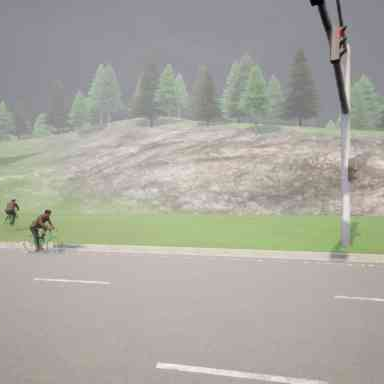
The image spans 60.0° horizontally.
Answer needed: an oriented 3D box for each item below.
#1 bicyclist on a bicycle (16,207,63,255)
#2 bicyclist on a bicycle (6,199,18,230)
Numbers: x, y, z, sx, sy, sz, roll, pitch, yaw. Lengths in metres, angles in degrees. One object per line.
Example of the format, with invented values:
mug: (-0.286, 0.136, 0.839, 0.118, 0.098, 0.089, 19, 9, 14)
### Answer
bicyclist on a bicycle: (-5.325, 1.452, 11.932, 1.656, 1.620, 0.582, 2, 1, 15)
bicyclist on a bicycle: (-9.871, 1.224, 18.318, 0.582, 1.620, 1.656, 1, 1, -7)
